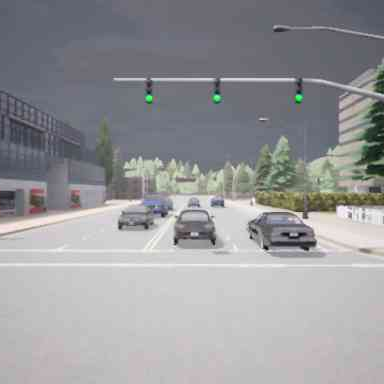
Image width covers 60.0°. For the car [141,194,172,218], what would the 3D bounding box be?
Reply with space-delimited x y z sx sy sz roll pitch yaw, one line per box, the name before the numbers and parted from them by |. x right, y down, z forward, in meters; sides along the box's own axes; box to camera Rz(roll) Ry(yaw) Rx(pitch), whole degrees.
car | -3.430 1.239 31.015 2.150 2.045 5.566 0 0 1

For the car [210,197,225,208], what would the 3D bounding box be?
car | 3.810 1.505 49.610 1.882 1.535 5.008 0 0 1

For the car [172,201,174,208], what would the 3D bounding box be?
car | -3.266 1.528 41.375 1.837 1.490 4.892 0 0 1

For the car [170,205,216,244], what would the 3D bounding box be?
car | 0.120 1.534 15.708 1.812 1.442 4.674 0 0 0

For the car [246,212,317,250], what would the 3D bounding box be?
car | 3.610 1.555 14.277 2.033 1.411 5.357 0 0 0

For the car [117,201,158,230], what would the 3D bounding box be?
car | -3.522 1.538 21.586 1.812 1.442 4.674 0 0 0

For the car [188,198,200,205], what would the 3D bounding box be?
car | 0.310 1.575 49.385 2.033 1.411 5.357 0 0 1
